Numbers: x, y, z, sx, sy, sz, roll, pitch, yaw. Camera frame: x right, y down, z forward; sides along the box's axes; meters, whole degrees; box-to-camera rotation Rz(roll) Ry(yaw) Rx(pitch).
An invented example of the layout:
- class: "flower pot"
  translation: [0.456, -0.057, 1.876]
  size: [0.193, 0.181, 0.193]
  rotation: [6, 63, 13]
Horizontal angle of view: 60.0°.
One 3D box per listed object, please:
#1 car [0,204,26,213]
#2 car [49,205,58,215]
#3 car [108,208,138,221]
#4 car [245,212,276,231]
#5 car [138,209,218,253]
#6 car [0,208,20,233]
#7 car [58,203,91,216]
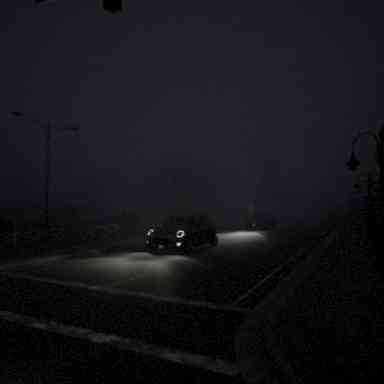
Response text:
- class: "car"
  translation: [-32.582, 2.946, 59.913]
  size: [2.152, 1.636, 5.027]
  rotation: [-1, -2, 27]
- class: "car"
  translation: [-21.210, 2.762, 54.052]
  size: [1.905, 1.878, 3.866]
  rotation: [-1, -2, 27]
- class: "car"
  translation: [-8.036, 2.669, 39.213]
  size: [1.970, 1.475, 3.806]
  rotation: [-1, -2, 27]
- class: "car"
  translation: [6.296, 2.580, 30.045]
  size: [2.128, 1.511, 4.902]
  rotation: [-1, -2, 27]
- class: "car"
  translation: [-0.386, 1.933, 16.808]
  size: [2.097, 1.767, 4.553]
  rotation: [-1, -2, 27]
- class: "car"
  translation: [-13.908, 1.964, 21.313]
  size: [2.007, 1.523, 4.514]
  rotation: [-1, -2, 27]
- class: "car"
  translation: [-18.438, 2.772, 53.086]
  size: [1.932, 1.855, 4.605]
  rotation: [-1, -2, 27]
